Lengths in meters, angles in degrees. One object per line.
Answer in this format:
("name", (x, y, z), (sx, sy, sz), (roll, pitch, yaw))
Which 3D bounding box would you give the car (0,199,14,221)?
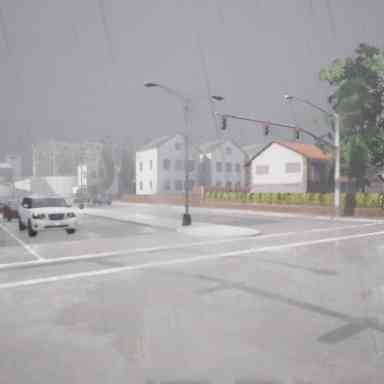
("car", (-14.052, 1.438, 26.990), (1.882, 1.535, 5.008), (-1, 0, -34))

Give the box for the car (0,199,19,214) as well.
("car", (-20.112, 1.503, 35.740), (2.033, 1.411, 5.357), (0, 0, -35))

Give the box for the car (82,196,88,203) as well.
("car", (-20.841, 1.404, 63.417), (2.033, 1.411, 5.357), (0, 0, -35))

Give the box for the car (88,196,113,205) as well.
("car", (-14.785, 1.410, 54.707), (2.033, 1.411, 5.357), (0, 0, -35))

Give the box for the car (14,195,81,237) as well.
("car", (-8.131, 1.189, 18.461), (2.150, 2.045, 5.566), (0, 0, -35))
